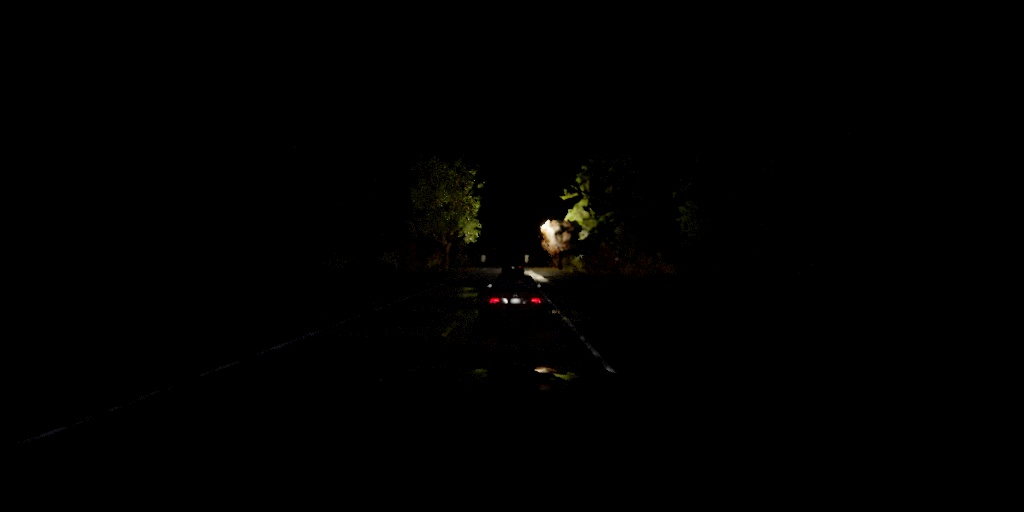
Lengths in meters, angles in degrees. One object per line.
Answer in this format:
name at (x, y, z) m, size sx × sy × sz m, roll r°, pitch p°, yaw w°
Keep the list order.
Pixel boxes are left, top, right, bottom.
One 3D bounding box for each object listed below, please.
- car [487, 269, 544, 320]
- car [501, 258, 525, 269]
car at (0.098, 1.368, 12.912) m, size 2.033 × 1.411 × 5.357 m, roll 0°, pitch 0°, yaw 0°
car at (0.093, 1.200, 36.147) m, size 2.150 × 2.045 × 5.566 m, roll 0°, pitch 0°, yaw 0°
